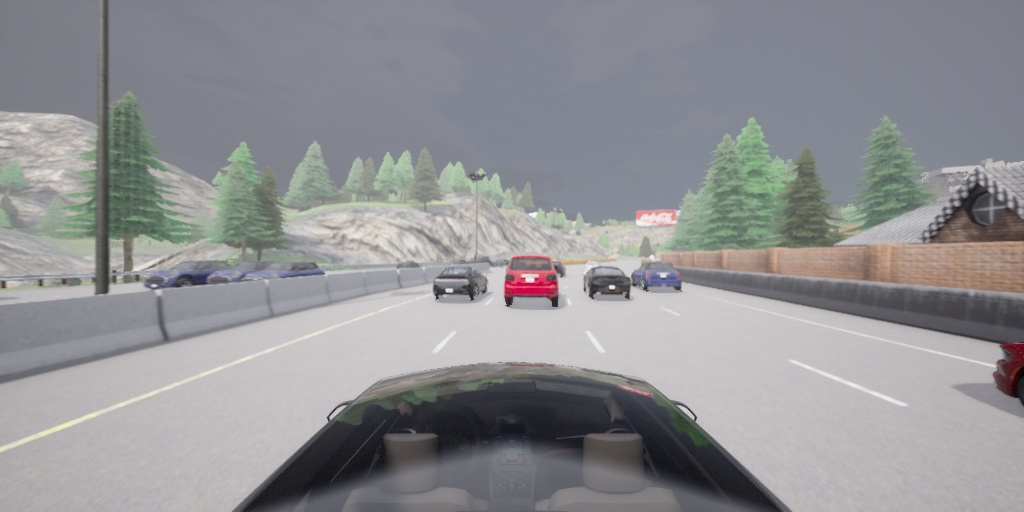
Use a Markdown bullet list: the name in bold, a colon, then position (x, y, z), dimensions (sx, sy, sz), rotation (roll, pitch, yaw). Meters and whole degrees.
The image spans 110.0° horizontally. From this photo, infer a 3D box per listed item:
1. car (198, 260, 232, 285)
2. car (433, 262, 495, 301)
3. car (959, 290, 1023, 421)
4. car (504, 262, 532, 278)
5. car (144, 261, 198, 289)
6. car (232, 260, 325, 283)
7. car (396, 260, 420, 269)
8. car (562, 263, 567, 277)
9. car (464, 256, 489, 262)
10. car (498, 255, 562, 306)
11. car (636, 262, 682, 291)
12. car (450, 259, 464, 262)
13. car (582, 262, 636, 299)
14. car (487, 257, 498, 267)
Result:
- **car**: position (-16.096, 1.075, 22.189), dimensions (2.097, 1.767, 4.553), rotation (0, 0, 8)
- **car**: position (-2.380, 1.246, 17.490), dimensions (2.128, 1.511, 4.902), rotation (0, 0, 6)
- **car**: position (7.179, 1.246, 2.509), dimensions (1.882, 1.535, 5.008), rotation (0, 0, 1)
- **car**: position (0.638, 1.300, 35.325), dimensions (1.812, 1.442, 4.674), rotation (0, 0, 13)
- **car**: position (-19.625, 1.066, 22.159), dimensions (2.097, 1.767, 4.553), rotation (0, 0, 7)
- **car**: position (-12.805, 1.082, 20.366), dimensions (2.097, 1.767, 4.553), rotation (0, 0, 7)
- **car**: position (-15.898, 1.309, 54.805), dimensions (1.994, 1.385, 4.181), rotation (0, 0, 18)
- **car**: position (4.376, 1.289, 35.913), dimensions (1.837, 1.490, 4.892), rotation (0, 0, 13)
- **car**: position (-5.630, 0.998, 62.776), dimensions (2.150, 2.045, 5.566), rotation (0, 0, 22)
- **car**: position (0.955, 0.984, 15.983), dimensions (2.150, 2.045, 5.566), rotation (0, 0, 6)
- **car**: position (8.832, 1.138, 22.294), dimensions (2.097, 1.767, 4.553), rotation (0, 0, 8)
- **car**: position (-9.474, 1.273, 62.536), dimensions (1.837, 1.490, 4.892), rotation (0, 0, 21)
- **car**: position (4.768, 1.251, 18.524), dimensions (1.882, 1.535, 5.008), rotation (0, 0, 7)
- **car**: position (-1.996, 1.293, 62.433), dimensions (1.837, 1.490, 4.892), rotation (0, 0, 22)
